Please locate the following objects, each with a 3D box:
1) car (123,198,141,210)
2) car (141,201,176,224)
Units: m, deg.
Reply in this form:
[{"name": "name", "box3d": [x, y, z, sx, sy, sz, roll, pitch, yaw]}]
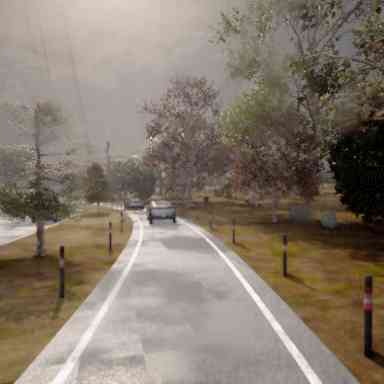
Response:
[{"name": "car", "box3d": [-7.283, 1.432, 41.376, 1.994, 1.385, 4.181, -1, 0, -20]}, {"name": "car", "box3d": [-2.325, 1.381, 24.140, 2.128, 1.511, 4.902, -1, 0, -11]}]
